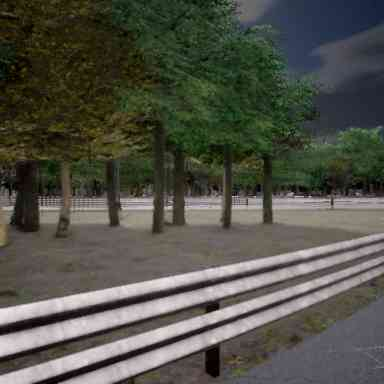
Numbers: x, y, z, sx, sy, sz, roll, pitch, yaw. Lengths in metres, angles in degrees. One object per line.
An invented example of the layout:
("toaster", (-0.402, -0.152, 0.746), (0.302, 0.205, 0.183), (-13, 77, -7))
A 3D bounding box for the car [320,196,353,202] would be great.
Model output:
("car", (18.863, 1.156, 44.299), (5.008, 1.535, 1.882), (0, 0, -4))

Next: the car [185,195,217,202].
("car", (0.904, 1.185, 43.086), (4.892, 1.490, 1.837), (0, 0, -4))
